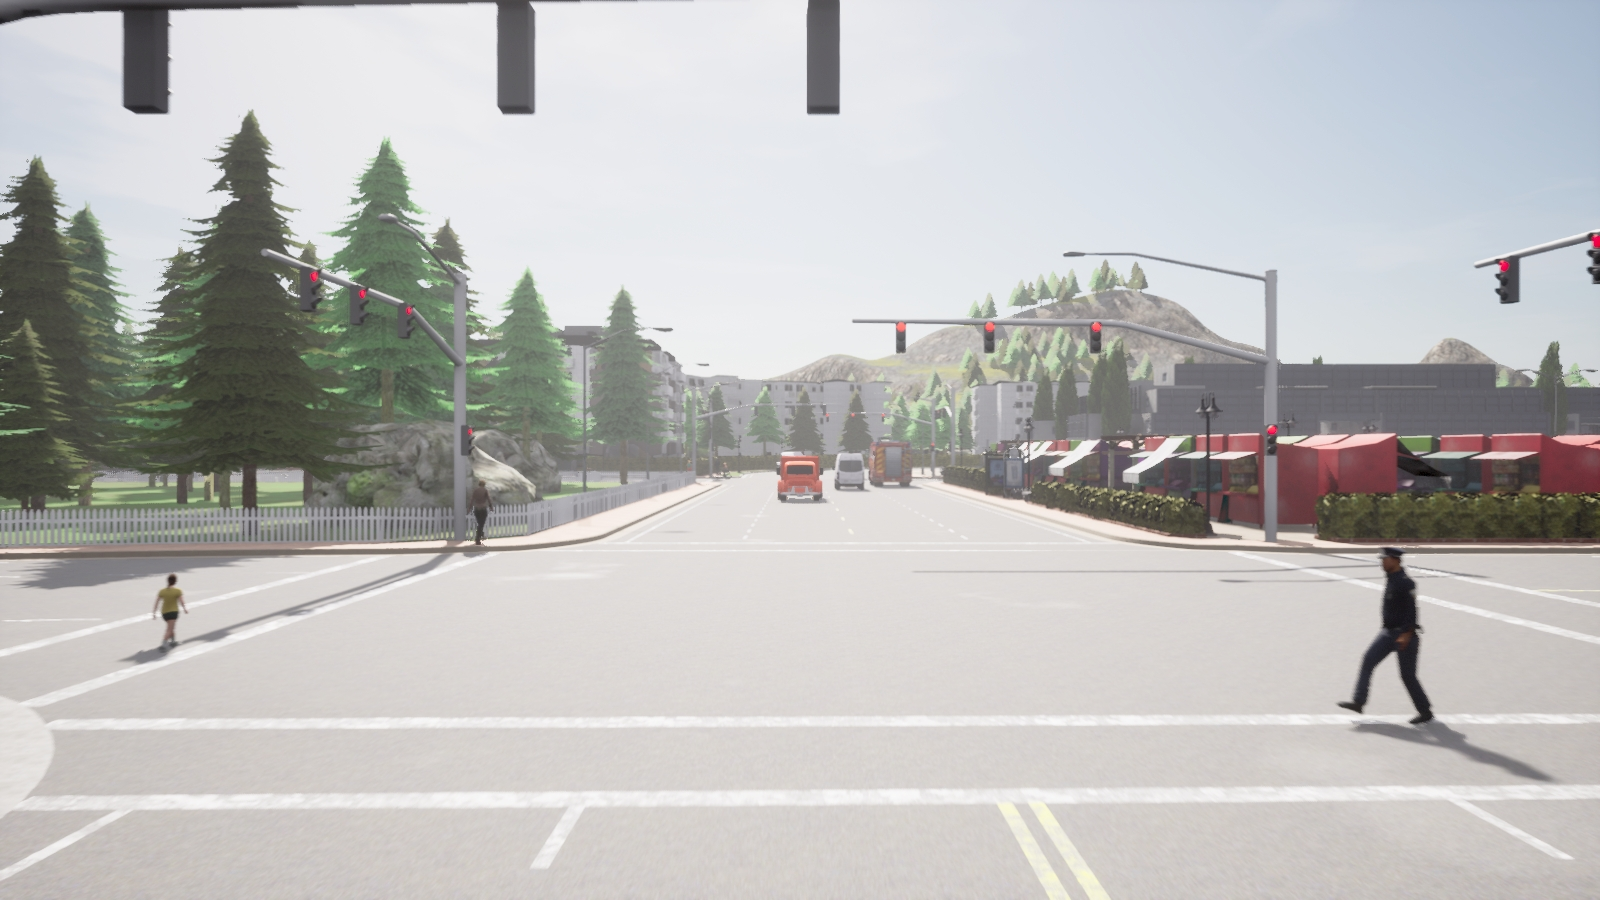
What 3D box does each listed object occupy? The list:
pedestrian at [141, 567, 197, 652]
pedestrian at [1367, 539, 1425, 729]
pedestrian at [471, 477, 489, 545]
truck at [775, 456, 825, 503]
[{"bbox_3d":[-8.635,2.175,15.652,0.500,1.100,0.500,0,0,-1],"label":"pedestrian"},{"bbox_3d":[6.032,1.846,11.571,0.375,1.860,0.375,0,0,-3],"label":"pedestrian"},{"bbox_3d":[-8.761,1.661,31.247,0.375,1.860,0.375,0,0,2],"label":"pedestrian"},{"bbox_3d":[-0.004,1.566,63.032,2.627,2.467,5.204,0,0,0],"label":"truck"}]
